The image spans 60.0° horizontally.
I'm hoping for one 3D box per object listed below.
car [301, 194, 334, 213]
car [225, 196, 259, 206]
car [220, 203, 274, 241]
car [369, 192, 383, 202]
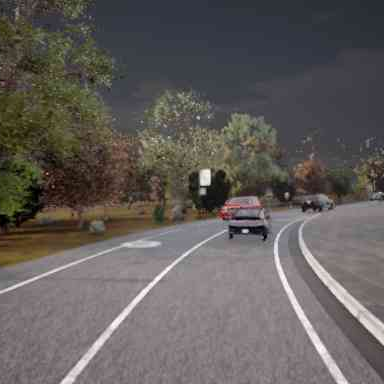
[{"bbox_3d":[14.299,1.226,37.847,2.150,2.045,5.566,-5,-2,40],"label":"car"},{"bbox_3d":[4.406,1.422,29.337,2.150,2.045,5.566,-3,-1,28],"label":"car"},{"bbox_3d":[3.101,1.541,17.201,2.128,1.511,4.902,-1,-1,17],"label":"car"},{"bbox_3d":[33.136,0.853,58.778,4.892,1.490,1.837,-4,-2,-37],"label":"car"}]
